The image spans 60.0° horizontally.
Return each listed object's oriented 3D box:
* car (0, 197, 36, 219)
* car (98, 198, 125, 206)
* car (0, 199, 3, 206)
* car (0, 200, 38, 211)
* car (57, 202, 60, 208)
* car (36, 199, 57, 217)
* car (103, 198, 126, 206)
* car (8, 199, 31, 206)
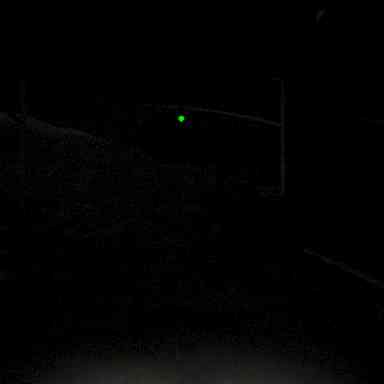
[{"bbox_3d":[-16.779,1.421,30.171,3.866,1.878,1.905,0,-1,-1],"label":"car"},{"bbox_3d":[-16.447,2.099,67.751,5.027,1.636,2.152,0,-1,-1],"label":"car"},{"bbox_3d":[-42.552,2.178,70.719,3.633,1.501,1.845,0,-1,-1],"label":"car"},{"bbox_3d":[-24.031,1.820,45.867,4.514,1.523,2.007,0,-1,-1],"label":"car"},{"bbox_3d":[-24.049,1.954,55.859,3.633,1.501,1.845,0,-1,-1],"label":"car"},{"bbox_3d":[-16.188,1.742,33.496,3.806,1.475,1.970,0,-1,-1],"label":"car"},{"bbox_3d":[-16.518,2.144,70.887,4.514,1.523,2.007,0,-1,-1],"label":"car"},{"bbox_3d":[-35.113,2.154,67.784,3.806,1.475,1.970,0,-1,-1],"label":"car"}]
